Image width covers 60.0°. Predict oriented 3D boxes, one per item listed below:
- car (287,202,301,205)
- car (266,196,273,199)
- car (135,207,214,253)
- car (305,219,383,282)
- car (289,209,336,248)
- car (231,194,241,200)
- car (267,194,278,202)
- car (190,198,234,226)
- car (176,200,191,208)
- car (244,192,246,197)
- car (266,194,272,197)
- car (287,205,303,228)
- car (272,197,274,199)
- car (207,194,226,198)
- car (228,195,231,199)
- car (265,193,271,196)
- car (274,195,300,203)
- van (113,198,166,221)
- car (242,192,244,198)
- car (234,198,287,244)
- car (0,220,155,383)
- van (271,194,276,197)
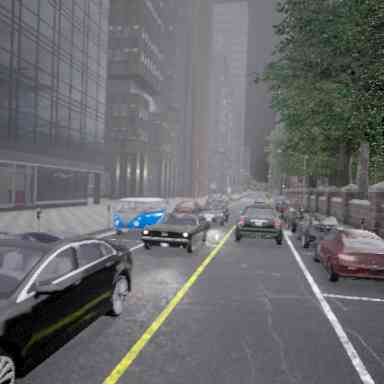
[{"bbox_3d":[8.039,1.771,25.961,1.802,1.307,4.206,2,0,12],"label":"car"},{"bbox_3d":[8.334,1.582,40.451,2.128,1.511,4.902,2,1,12],"label":"car"},{"bbox_3d":[-0.499,1.536,13.721,1.895,1.301,4.718,2,0,12],"label":"car"},{"bbox_3d":[4.650,1.729,9.734,1.802,1.307,4.206,2,0,12],"label":"car"},{"bbox_3d":[5.781,1.716,15.142,2.008,1.369,4.403,2,0,12],"label":"car"},{"bbox_3d":[8.740,1.350,70.955,2.008,1.369,4.403,2,1,12],"label":"car"},{"bbox_3d":[19.352,1.400,80.035,2.192,1.841,5.009,2,1,12],"label":"car"},{"bbox_3d":[1.590,1.453,23.697,2.128,1.511,4.902,2,0,12],"label":"car"},{"bbox_3d":[-0.302,1.410,27.693,1.887,1.381,4.507,2,0,12],"label":"car"},{"bbox_3d":[13.262,1.285,92.583,1.947,1.339,4.313,2,1,12],"label":"car"},{"bbox_3d":[14.720,1.590,59.923,1.801,1.575,5.366,2,1,12],"label":"car"},{"bbox_3d":[6.908,1.745,20.552,1.947,1.339,4.313,2,0,12],"label":"car"},{"bbox_3d":[11.432,1.732,42.186,1.887,1.381,4.507,2,1,12],"label":"car"},{"bbox_3d":[3.098,1.180,43.916,2.192,1.841,5.009,2,0,12],"label":"car"},{"bbox_3d":[4.224,1.294,49.323,1.967,1.590,4.097,2,1,12],"label":"car"},{"bbox_3d":[18.222,1.420,74.628,2.192,1.841,5.009,2,1,12],"label":"car"},{"bbox_3d":[9.179,1.508,31.367,2.192,1.841,5.009,2,0,12],"label":"car"},{"bbox_3d":[-2.554,1.183,16.874,1.690,1.788,3.998,2,0,12],"label":"van"},{"bbox_3d":[11.006,1.202,81.768,1.967,1.590,4.097,2,1,12],"label":"car"},{"bbox_3d":[3.375,1.419,16.669,2.097,1.767,4.553,2,0,12],"label":"car"},{"bbox_3d":[-2.388,1.388,4.652,2.128,1.511,4.902,2,0,12],"label":"car"},{"bbox_3d":[12.569,1.519,47.590,1.690,1.788,3.998,2,1,12],"label":"van"}]
